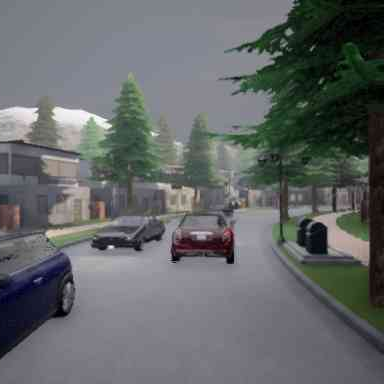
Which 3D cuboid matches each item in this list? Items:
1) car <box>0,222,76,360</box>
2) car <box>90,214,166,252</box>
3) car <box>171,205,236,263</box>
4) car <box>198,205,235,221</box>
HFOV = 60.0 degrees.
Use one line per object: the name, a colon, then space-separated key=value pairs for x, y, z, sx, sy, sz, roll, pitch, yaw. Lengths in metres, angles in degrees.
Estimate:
car: x=-3.391 y=1.424 z=4.647 sx=2.097 sy=1.767 sz=4.553 roll=0 pitch=-1 yaw=2
car: x=-2.634 y=1.726 z=15.240 sx=2.033 sy=1.411 sz=5.357 roll=-1 pitch=-1 yaw=10
car: x=0.577 y=1.474 z=12.671 sx=2.097 sy=1.767 sz=4.553 roll=0 pitch=-1 yaw=7
car: x=2.370 y=1.913 z=31.405 sx=1.895 sy=1.301 sz=4.718 roll=-1 pitch=-1 yaw=25
